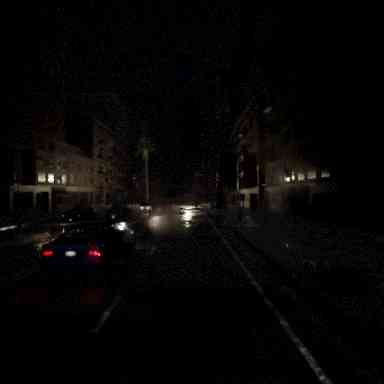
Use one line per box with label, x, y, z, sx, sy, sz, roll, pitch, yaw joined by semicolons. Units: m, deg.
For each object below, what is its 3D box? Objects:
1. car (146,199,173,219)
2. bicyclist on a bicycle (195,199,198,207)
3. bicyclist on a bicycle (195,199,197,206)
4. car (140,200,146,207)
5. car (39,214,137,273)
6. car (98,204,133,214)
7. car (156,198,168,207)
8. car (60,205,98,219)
car;-3.148;1.755;34.328;2.097;1.767;4.553;0;-1;0
bicyclist on a bicycle;0.899;2.362;70.497;0.582;1.620;1.656;0;-1;0
bicyclist on a bicycle;0.899;2.512;79.498;0.582;1.620;1.656;0;-1;0
car;-9.745;2.431;70.144;1.994;1.385;4.181;0;-1;0
car;-3.152;1.685;11.158;2.033;1.411;5.357;0;-1;0
car;-6.595;1.848;30.304;2.128;1.511;4.902;0;-1;0
car;-6.496;2.266;72.817;2.097;1.767;4.553;0;-1;0
car;-9.848;1.897;29.635;2.033;1.411;5.357;0;-1;0
